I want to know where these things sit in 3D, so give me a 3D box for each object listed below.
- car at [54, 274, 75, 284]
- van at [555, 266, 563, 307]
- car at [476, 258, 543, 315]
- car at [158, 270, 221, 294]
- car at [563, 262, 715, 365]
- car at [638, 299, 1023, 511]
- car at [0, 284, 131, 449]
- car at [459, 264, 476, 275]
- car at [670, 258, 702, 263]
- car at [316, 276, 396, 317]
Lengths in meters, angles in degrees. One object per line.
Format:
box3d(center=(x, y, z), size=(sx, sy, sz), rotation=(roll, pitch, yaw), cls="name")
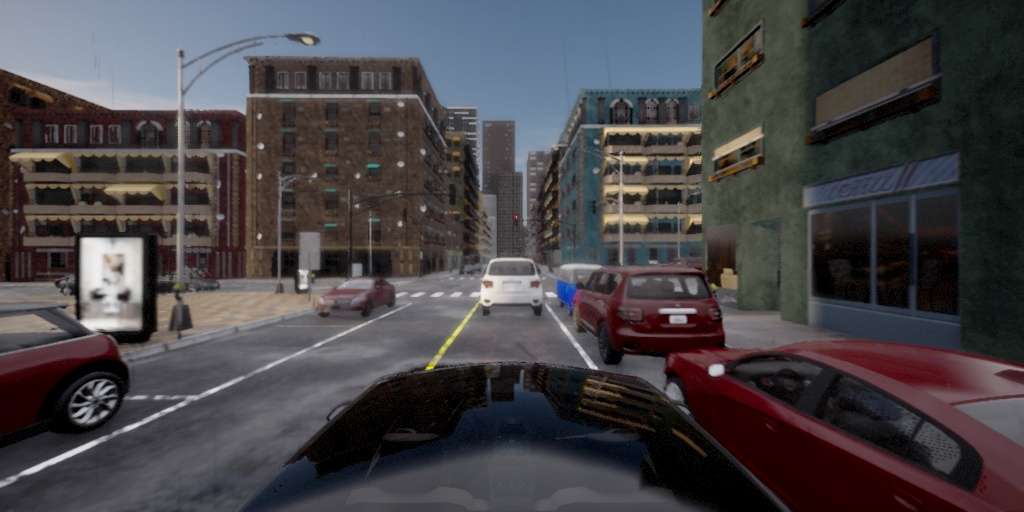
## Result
box3d(center=(-27.973, 1.942, 24.397), size=(4.403, 1.370, 2.007), rotation=(0, 0, 0), cls="car")
box3d(center=(2.684, 1.208, 13.687), size=(1.690, 1.789, 3.998), rotation=(0, 0, 0), cls="van")
box3d(center=(0.010, 1.099, 14.404), size=(2.150, 2.045, 5.566), rotation=(0, 0, 0), cls="car")
box3d(center=(-22.404, 1.861, 24.441), size=(4.403, 1.370, 2.007), rotation=(0, 0, 0), cls="car")
box3d(center=(2.687, 1.128, 8.160), size=(2.192, 1.841, 5.009), rotation=(0, 0, 0), cls="car")
box3d(center=(2.690, 1.304, 2.632), size=(1.888, 1.381, 4.507), rotation=(0, 0, 0), cls="car")
box3d(center=(-5.692, 1.199, 2.629), size=(1.967, 1.591, 4.097), rotation=(0, 0, 0), cls="car")
box3d(center=(-5.713, 1.758, 46.088), size=(1.948, 1.339, 4.313), rotation=(0, 0, 0), cls="car")
box3d(center=(15.757, 1.093, 33.250), size=(5.009, 1.841, 2.192), rotation=(0, 0, 0), cls="car")
box3d(center=(-5.697, 1.449, 13.684), size=(1.802, 1.307, 4.207), rotation=(0, 0, 0), cls="car")
